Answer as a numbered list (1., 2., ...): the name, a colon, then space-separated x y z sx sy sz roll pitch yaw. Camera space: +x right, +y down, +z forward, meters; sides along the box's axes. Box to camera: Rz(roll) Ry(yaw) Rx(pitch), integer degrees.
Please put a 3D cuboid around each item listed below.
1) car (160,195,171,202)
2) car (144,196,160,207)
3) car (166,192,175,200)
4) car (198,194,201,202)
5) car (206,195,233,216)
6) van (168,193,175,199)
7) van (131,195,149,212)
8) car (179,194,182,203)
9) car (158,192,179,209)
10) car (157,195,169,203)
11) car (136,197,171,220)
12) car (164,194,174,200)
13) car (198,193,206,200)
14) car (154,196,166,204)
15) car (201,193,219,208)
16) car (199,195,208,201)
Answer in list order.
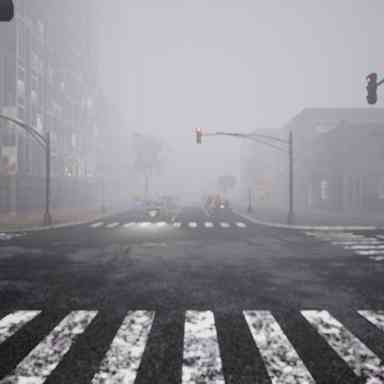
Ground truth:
1. car: -5.699 1.355 71.122 1.947 1.339 4.313 1 0 0
2. car: -5.691 1.383 48.256 1.752 1.417 4.829 1 0 0
3. car: -5.700 1.053 88.143 2.192 1.841 5.009 1 0 0
4. car: 2.687 1.121 65.489 2.192 1.841 5.009 1 0 0
5. car: 2.695 1.348 31.445 1.967 1.590 4.097 1 0 0
6. van: -5.702 1.061 93.817 1.690 1.788 3.998 1 0 0
7. van: -5.685 1.232 37.078 1.690 1.788 3.998 1 0 0
8. car: -3.028 1.162 63.537 2.097 1.767 4.553 0 0 0
9. car: -3.106 1.229 42.227 2.097 1.767 4.553 0 0 0
10. car: -5.697 1.372 65.448 1.947 1.339 4.313 1 0 0
11. car: -3.016 1.412 27.191 2.128 1.511 4.902 0 0 -2
12. car: -5.702 1.305 82.470 2.008 1.369 4.403 1 0 0
13. car: 2.677 1.178 88.185 1.967 1.590 4.097 1 0 0
14. car: -5.696 1.405 59.774 1.802 1.307 4.206 1 0 0
15. car: 2.694 1.189 42.793 2.192 1.841 5.009 1 0 0
16. car: 2.679 1.338 76.838 1.947 1.339 4.313 1 0 0
